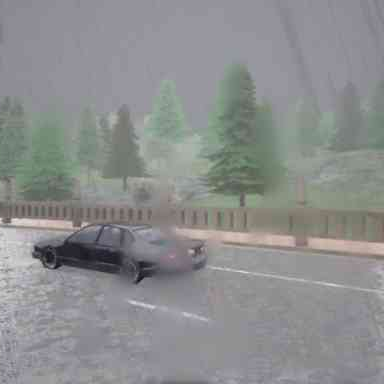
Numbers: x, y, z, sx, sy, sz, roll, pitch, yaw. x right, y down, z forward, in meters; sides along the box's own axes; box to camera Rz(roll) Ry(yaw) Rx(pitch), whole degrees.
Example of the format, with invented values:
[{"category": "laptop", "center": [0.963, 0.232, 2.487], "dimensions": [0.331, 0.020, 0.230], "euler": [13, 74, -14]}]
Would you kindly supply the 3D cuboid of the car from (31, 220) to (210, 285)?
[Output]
[{"category": "car", "center": [-2.173, 1.523, 9.343], "dimensions": [5.357, 1.411, 2.033], "euler": [0, 0, 31]}]
